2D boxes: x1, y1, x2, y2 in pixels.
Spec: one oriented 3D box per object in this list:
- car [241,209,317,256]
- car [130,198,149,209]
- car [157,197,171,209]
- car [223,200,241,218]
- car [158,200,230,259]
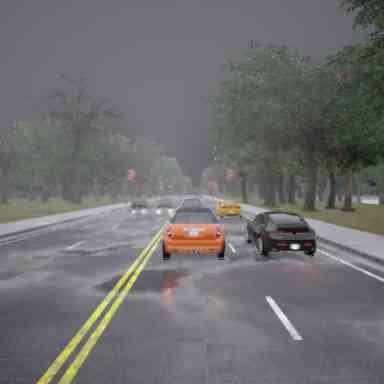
[{"bbox_3d":[3.310,1.497,13.092,1.837,1.490,4.892,0,0,0],"label":"car"},{"bbox_3d":[-6.792,1.513,43.834,2.033,1.411,5.357,0,0,0],"label":"car"},{"bbox_3d":[-3.542,1.470,44.103,1.837,1.490,4.892,0,0,0],"label":"car"},{"bbox_3d":[3.239,1.453,29.740,1.882,1.535,5.008,0,0,0],"label":"car"},{"bbox_3d":[0.060,1.344,12.743,2.097,1.767,4.553,0,0,0],"label":"car"}]
